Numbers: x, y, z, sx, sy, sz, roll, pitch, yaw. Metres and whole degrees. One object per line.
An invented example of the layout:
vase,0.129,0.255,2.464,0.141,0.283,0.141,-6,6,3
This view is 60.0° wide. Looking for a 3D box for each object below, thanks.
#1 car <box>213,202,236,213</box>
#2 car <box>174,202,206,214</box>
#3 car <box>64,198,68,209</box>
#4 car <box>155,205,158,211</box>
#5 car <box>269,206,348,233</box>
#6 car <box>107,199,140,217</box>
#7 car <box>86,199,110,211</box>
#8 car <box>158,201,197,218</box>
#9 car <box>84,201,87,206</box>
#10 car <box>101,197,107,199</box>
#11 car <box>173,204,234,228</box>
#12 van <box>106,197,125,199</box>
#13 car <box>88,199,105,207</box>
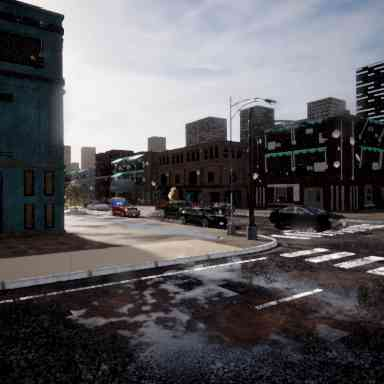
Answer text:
car,2.870,1.809,36.308,2.008,1.369,4.403,-2,0,-35
car,-0.329,1.903,40.825,1.802,1.307,4.206,-2,0,-35
car,-23.067,2.232,58.422,1.752,1.417,4.829,-1,0,-35
car,-3.528,1.965,45.341,1.802,1.307,4.206,-2,0,-35
car,7.090,1.616,20.731,2.128,1.511,4.902,-1,-1,-38
car,-7.169,1.846,35.978,1.967,1.590,4.097,-1,0,-35
car,-13.850,2.150,50.003,1.895,1.301,4.718,-1,0,-35
car,-0.980,1.651,31.739,2.097,1.767,4.553,-1,0,-35
car,-19.270,2.229,63.093,1.994,1.385,4.181,-1,0,-35
car,-16.334,1.939,63.407,2.192,1.841,5.009,-1,0,-35
car,0.757,1.814,24.585,1.947,1.339,4.313,-1,0,-35
van,-13.133,1.906,58.890,1.690,1.788,3.998,-1,0,-35
car,-19.528,2.227,67.923,1.887,1.381,4.507,-1,0,-35
